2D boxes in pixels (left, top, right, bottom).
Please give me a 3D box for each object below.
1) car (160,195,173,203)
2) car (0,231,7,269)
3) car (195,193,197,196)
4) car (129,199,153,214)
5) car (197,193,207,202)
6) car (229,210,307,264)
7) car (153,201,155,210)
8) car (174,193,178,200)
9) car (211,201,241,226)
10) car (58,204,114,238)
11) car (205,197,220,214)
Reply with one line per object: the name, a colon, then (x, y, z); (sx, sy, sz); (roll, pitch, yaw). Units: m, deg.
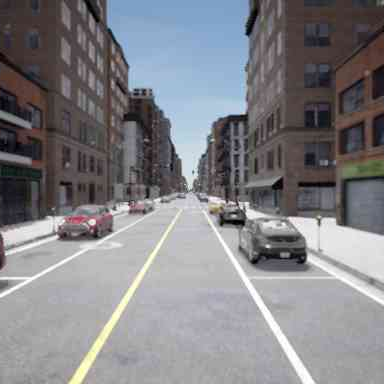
car: (-5.403, 1.512, 66.897); (2.008, 1.369, 4.403); (0, 0, 0)
car: (-5.389, 1.313, 5.930); (2.192, 1.841, 5.009); (0, 0, 0)
car: (2.626, 1.257, 93.931); (2.192, 1.841, 5.009); (0, 0, 0)
car: (-5.395, 1.565, 34.339); (1.802, 1.307, 4.206); (0, 0, 0)
car: (2.625, 1.507, 72.306); (2.008, 1.369, 4.403); (0, 0, 0)
car: (2.635, 1.546, 11.617); (2.008, 1.369, 4.403); (0, 0, 0)
car: (-5.396, 1.531, 40.021); (2.008, 1.369, 4.403); (0, 0, 0)
car: (-5.428, 1.386, 88.522); (1.967, 1.590, 4.097); (0, 0, 0)
car: (2.633, 1.555, 22.980); (1.947, 1.339, 4.313); (0, 0, 0)
car: (-5.391, 1.433, 17.294); (1.967, 1.590, 4.097); (0, 0, 0)
car: (2.631, 1.509, 34.512); (1.752, 1.417, 4.829); (0, 0, 0)
